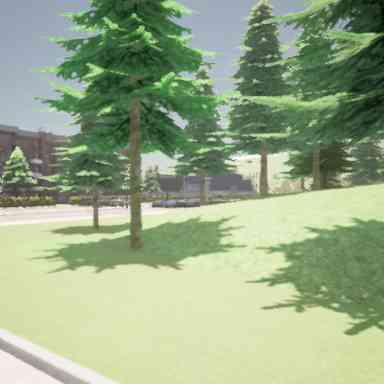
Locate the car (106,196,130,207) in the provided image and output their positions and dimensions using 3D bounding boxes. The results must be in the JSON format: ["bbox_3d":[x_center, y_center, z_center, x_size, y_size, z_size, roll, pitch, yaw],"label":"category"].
[{"bbox_3d":[-12.350,1.727,60.808,2.150,2.045,5.566,-1,0,36],"label":"car"}]

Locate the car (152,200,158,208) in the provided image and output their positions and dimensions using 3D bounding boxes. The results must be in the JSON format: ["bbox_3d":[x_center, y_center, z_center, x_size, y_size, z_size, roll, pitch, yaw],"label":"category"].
[{"bbox_3d":[-4.947,1.981,57.298,1.994,1.385,4.181,-1,0,36],"label":"car"}]

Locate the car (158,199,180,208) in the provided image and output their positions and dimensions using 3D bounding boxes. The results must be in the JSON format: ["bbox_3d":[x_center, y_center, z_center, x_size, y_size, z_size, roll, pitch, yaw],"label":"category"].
[{"bbox_3d":[-2.574,1.924,54.599,2.033,1.411,5.357,-1,0,35],"label":"car"}]

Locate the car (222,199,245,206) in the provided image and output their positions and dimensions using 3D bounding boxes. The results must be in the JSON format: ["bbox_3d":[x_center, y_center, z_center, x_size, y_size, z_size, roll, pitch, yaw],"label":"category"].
[{"bbox_3d":[8.352,1.939,64.098,1.895,1.301,4.718,-1,0,35],"label":"car"}]

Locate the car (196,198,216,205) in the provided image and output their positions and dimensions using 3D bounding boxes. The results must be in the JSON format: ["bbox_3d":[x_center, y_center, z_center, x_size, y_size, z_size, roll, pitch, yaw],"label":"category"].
[{"bbox_3d":[2.968,1.934,68.612,1.812,1.442,4.674,-1,0,35],"label":"car"}]

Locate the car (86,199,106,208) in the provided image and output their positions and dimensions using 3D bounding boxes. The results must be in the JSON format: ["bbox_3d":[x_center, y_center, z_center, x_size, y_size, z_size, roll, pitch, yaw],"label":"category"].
[{"bbox_3d":[-16.427,2.072,61.071,1.812,1.442,4.674,-1,0,36],"label":"car"}]

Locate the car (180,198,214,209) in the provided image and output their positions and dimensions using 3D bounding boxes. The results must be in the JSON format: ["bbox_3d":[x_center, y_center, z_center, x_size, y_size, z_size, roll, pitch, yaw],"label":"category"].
[{"bbox_3d":[0.870,1.830,53.398,2.128,1.511,4.902,-1,0,35],"label":"car"}]

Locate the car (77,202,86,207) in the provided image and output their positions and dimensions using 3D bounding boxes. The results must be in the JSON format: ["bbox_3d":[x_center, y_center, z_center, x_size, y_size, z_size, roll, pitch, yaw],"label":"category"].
[{"bbox_3d":[-19.331,2.186,62.975,1.895,1.301,4.718,-1,0,36],"label":"car"}]

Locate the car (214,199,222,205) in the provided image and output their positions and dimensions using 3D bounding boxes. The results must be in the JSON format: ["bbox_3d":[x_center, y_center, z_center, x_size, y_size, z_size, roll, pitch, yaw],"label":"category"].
[{"bbox_3d":[5.487,1.978,66.107,1.895,1.301,4.718,-1,0,35],"label":"car"}]
